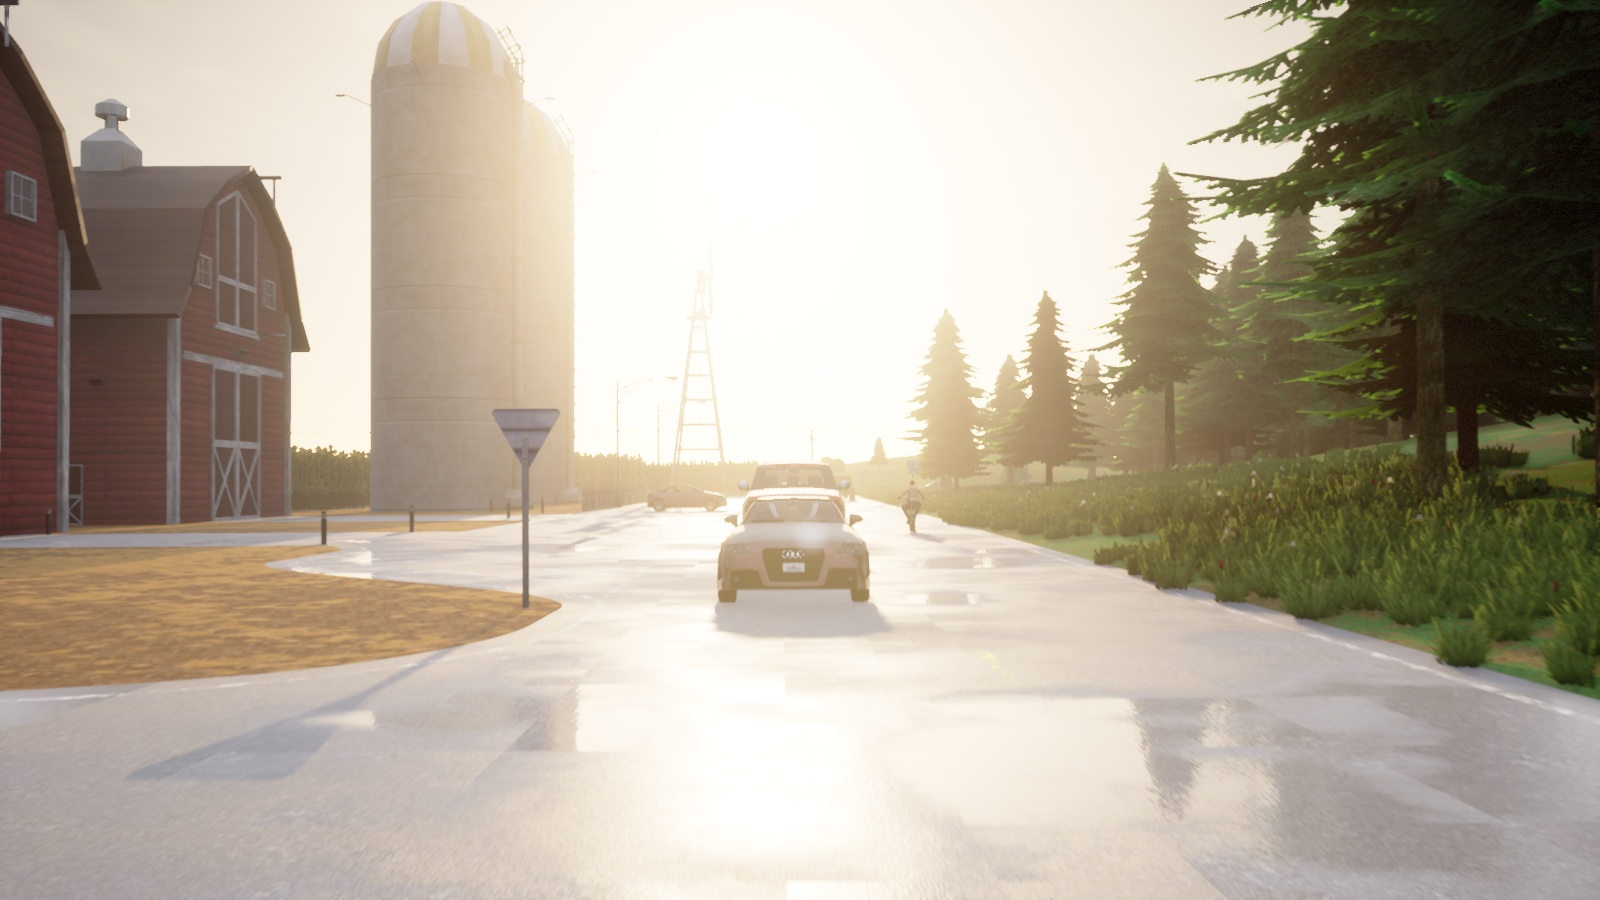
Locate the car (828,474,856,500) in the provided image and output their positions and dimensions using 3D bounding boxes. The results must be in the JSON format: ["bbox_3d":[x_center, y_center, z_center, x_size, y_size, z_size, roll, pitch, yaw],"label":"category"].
[{"bbox_3d":[3.123,2.735,94.037,1.905,1.878,3.866,-1,-1,0],"label":"car"}]

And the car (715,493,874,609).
[{"bbox_3d":[-0.079,1.340,17.947,1.994,1.385,4.181,-1,-1,0],"label":"car"}]

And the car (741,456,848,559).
[{"bbox_3d":[-0.126,1.228,28.226,2.150,2.045,5.566,-1,-1,0],"label":"car"}]

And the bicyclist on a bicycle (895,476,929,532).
[{"bbox_3d":[3.346,1.602,37.607,0.866,1.612,1.509,-1,-1,-1],"label":"bicyclist on a bicycle"}]
